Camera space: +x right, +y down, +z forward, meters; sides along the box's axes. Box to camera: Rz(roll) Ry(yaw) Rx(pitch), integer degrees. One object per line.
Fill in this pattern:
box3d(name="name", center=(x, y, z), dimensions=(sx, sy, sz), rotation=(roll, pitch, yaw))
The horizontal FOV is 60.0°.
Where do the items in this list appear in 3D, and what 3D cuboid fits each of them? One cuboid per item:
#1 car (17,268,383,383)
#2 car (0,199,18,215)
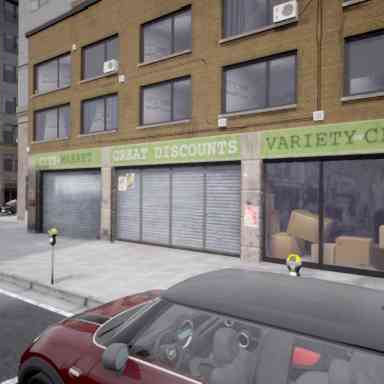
box3d(name="car", center=(0.261, 1.439, 2.879), dimensions=(4.097, 1.590, 1.967), rotation=(0, 1, 35))
box3d(name="car", center=(-14.863, 1.357, 30.805), dimensions=(1.837, 1.490, 4.892), rotation=(1, 1, 36))
